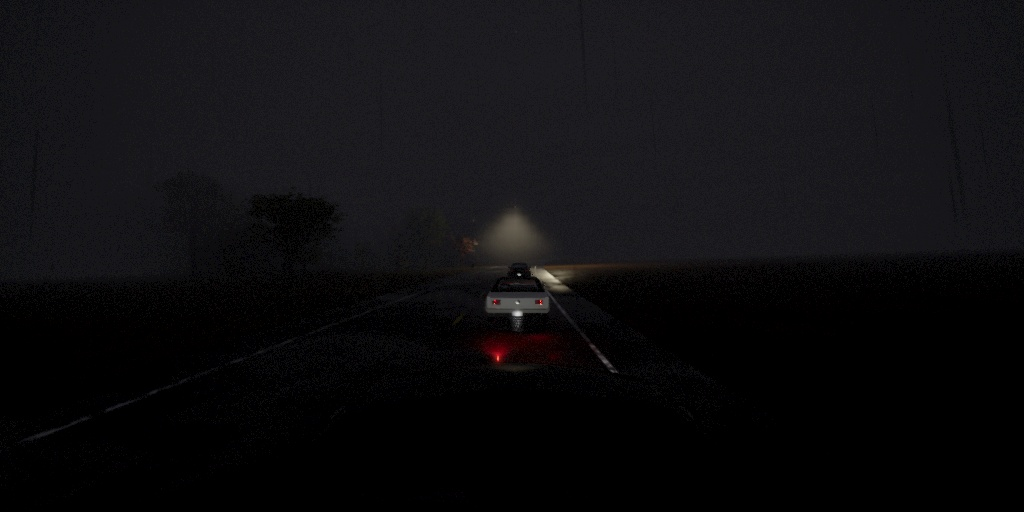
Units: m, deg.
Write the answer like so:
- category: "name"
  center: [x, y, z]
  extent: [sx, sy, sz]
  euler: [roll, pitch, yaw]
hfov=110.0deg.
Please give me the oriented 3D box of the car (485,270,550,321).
- category: "car"
  center: [0.193, 1.351, 12.421]
  extent: [1.895, 1.301, 4.718]
  euler: [0, 0, 1]

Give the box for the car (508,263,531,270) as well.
- category: "car"
  center: [0.633, 1.271, 30.069]
  extent: [1.812, 1.442, 4.674]
  euler: [0, 0, 2]
